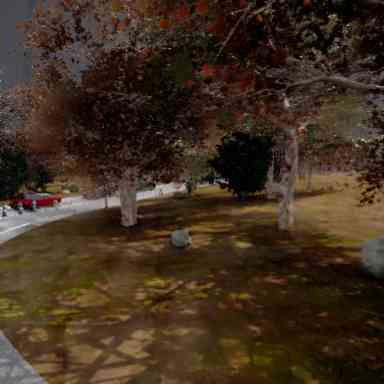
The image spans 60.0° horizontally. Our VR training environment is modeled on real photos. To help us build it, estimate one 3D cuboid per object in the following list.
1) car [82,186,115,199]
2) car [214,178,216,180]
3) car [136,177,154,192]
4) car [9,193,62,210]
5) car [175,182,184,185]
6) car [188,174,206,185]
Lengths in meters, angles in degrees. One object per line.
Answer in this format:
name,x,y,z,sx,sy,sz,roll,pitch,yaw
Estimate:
car,-11.054,-0.016,39.498,1.837,1.490,4.892,0,5,18
car,5.579,-3.181,70.929,2.128,1.511,4.902,0,5,21
car,-7.594,-1.176,49.099,2.150,2.045,5.566,0,5,21
car,-13.861,0.829,29.713,1.895,1.301,4.718,0,3,14
car,-1.556,-2.359,63.112,2.097,1.767,4.553,0,5,24
car,1.488,-2.435,61.313,2.150,2.045,5.566,0,5,23
